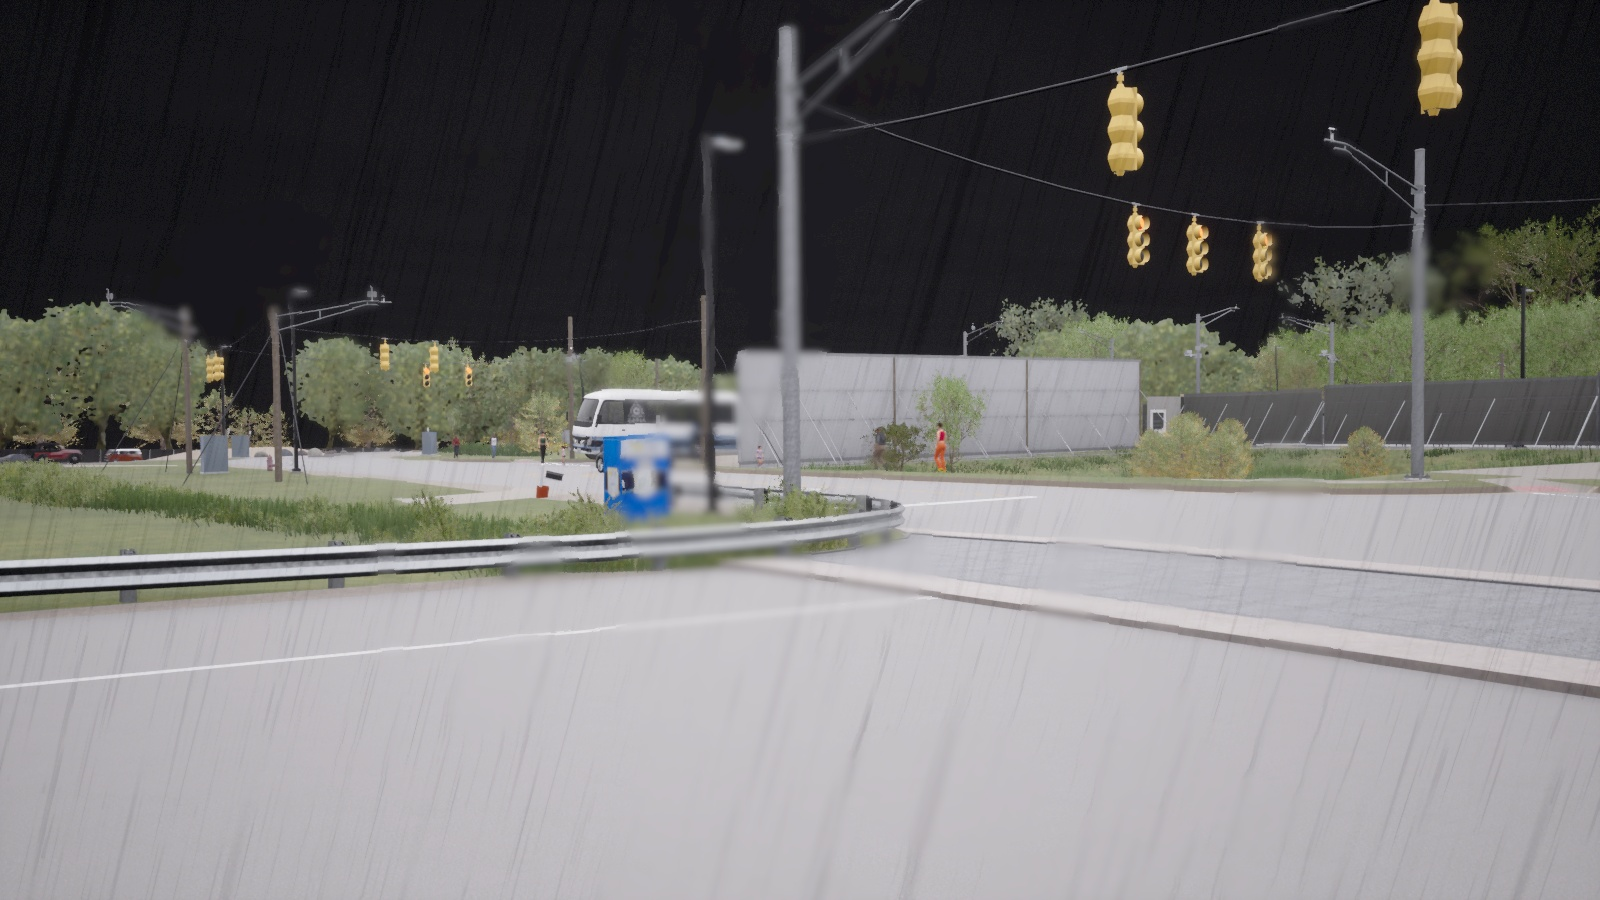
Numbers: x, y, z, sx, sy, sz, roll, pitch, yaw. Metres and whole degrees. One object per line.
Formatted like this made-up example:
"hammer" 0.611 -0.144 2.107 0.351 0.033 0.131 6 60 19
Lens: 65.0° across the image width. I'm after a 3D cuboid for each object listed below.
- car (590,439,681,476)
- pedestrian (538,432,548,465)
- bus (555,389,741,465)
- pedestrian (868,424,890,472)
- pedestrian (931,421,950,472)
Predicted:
"car" -7.139 0.281 54.108 1.837 1.490 4.892 -2 2 -35
"pedestrian" -14.697 -0.087 71.798 0.345 1.836 0.594 -2 2 -35
"bus" -9.107 -1.401 75.539 10.273 4.253 3.944 0 3 -29
"pedestrian" 3.146 -0.088 49.859 0.540 1.848 0.694 -2 2 -35
"pedestrian" 5.067 -0.133 45.393 0.345 1.836 0.594 -2 2 -37
